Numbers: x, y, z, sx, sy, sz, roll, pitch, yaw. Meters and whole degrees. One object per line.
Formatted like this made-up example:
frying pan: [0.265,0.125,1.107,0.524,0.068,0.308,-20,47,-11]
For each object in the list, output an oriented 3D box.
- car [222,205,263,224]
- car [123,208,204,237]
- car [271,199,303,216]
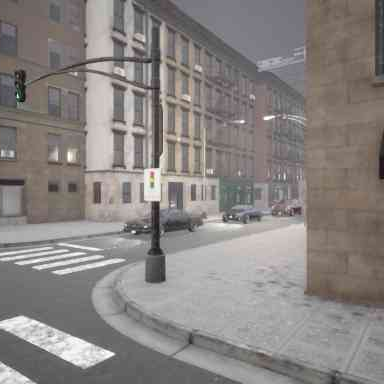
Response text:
car: [4.064,1.696,26.503,1.994,1.385,4.181,0,0,36]
car: [-1.388,1.630,18.861,2.033,1.411,5.357,0,0,35]
car: [9.979,1.539,34.789,2.097,1.767,4.553,0,0,35]
